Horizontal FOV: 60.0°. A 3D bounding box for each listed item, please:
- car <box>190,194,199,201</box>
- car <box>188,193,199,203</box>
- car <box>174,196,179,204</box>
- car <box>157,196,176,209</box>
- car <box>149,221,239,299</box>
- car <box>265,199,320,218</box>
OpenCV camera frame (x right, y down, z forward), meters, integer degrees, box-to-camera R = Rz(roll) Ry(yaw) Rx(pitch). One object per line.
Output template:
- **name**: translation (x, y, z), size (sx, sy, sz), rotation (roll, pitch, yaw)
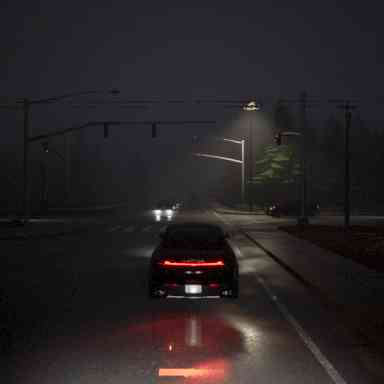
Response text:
- **car**: translation (0.567, 1.355, 80.865), size (2.097, 1.767, 4.553), rotation (0, 0, 2)
- **car**: translation (0.296, 1.224, 70.472), size (2.150, 2.045, 5.566), rotation (0, 0, 2)
- **car**: translation (-3.576, 1.477, 54.135), size (1.882, 1.535, 5.008), rotation (0, 0, 0)
- **car**: translation (-3.599, 1.601, 44.843), size (1.895, 1.301, 4.718), rotation (0, 0, 0)
- **car**: translation (0.047, 1.501, 8.439), size (1.837, 1.490, 4.892), rotation (0, 0, 1)
- **car**: translation (8.898, 1.379, 29.679), size (4.553, 1.767, 2.097), rotation (0, 0, 1)
